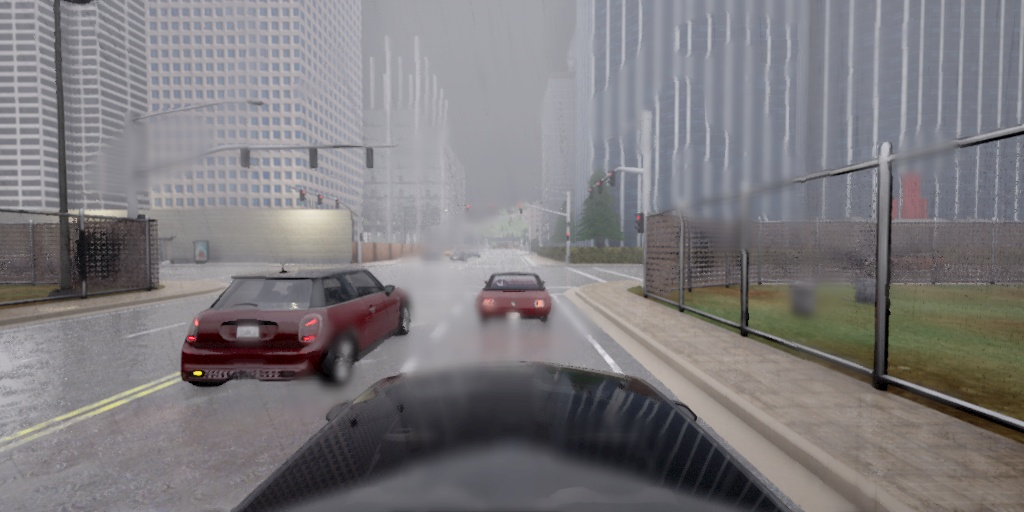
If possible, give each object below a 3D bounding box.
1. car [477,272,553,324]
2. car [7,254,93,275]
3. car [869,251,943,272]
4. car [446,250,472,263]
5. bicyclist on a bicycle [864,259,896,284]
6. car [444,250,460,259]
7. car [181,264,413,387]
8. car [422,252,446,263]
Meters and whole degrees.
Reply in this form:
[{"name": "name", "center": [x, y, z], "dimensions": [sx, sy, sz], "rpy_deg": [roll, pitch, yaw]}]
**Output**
[{"name": "car", "center": [0.081, 1.118, 10.849], "dimensions": [1.895, 1.301, 4.718], "rpy_deg": [0, 1, 0]}, {"name": "car", "center": [-33.160, 0.609, 25.760], "dimensions": [4.674, 1.442, 1.812], "rpy_deg": [0, 1, 0]}, {"name": "car", "center": [32.103, 0.345, 29.297], "dimensions": [4.553, 1.767, 2.097], "rpy_deg": [0, 1, 0]}, {"name": "car", "center": [-7.070, 0.056, 48.246], "dimensions": [2.128, 1.511, 4.902], "rpy_deg": [0, 2, 0]}, {"name": "bicyclist on a bicycle", "center": [18.807, 0.571, 18.354], "dimensions": [0.582, 1.620, 1.656], "rpy_deg": [0, 1, 0]}, {"name": "car", "center": [-10.527, -0.345, 63.536], "dimensions": [1.882, 1.535, 5.008], "rpy_deg": [0, 2, 1]}, {"name": "car", "center": [-3.441, 0.971, 6.840], "dimensions": [2.097, 1.767, 4.553], "rpy_deg": [0, 1, 0]}, {"name": "car", "center": [-10.573, 0.141, 47.809], "dimensions": [1.994, 1.385, 4.181], "rpy_deg": [0, 2, 0]}]
